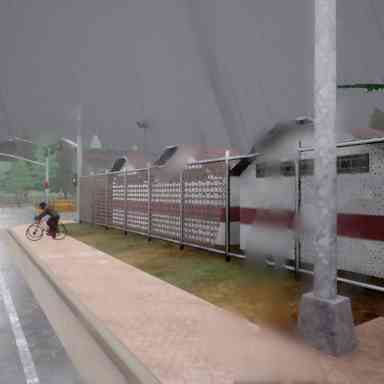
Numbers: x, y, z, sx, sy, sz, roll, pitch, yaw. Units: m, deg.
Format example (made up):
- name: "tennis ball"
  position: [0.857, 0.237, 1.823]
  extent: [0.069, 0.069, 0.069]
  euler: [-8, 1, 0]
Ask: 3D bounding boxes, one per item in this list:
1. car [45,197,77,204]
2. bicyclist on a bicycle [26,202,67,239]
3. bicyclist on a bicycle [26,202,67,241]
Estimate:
- name: "car"
  position: [-19.508, 1.505, 50.096]
  extent: [4.892, 1.490, 1.837]
  euler: [0, 0, -35]
- name: "bicyclist on a bicycle"
  position: [-6.794, 1.302, 15.583]
  extent: [1.656, 1.620, 0.582]
  euler: [0, 0, -39]
- name: "bicyclist on a bicycle"
  position: [-6.278, 1.301, 14.363]
  extent: [1.656, 1.620, 0.582]
  euler: [0, 0, -14]
